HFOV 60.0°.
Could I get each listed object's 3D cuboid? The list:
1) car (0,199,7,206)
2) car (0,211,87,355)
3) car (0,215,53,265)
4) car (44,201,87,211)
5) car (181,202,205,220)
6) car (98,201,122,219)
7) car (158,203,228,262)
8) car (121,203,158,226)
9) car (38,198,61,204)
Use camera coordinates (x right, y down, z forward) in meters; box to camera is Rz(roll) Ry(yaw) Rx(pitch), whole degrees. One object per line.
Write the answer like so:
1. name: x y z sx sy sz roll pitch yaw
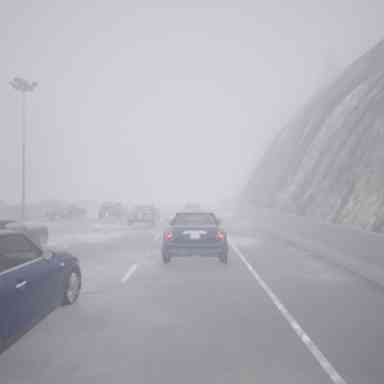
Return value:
1. car: -24.592 1.612 40.710 1.837 1.490 4.892 0 0 0
2. car: -3.403 1.367 5.232 2.097 1.767 4.553 0 0 0
3. car: -6.904 1.633 11.849 1.895 1.301 4.718 0 0 0
4. car: -10.414 1.674 27.953 1.895 1.301 4.718 0 0 0
5. car: 0.086 1.638 30.113 1.994 1.385 4.181 0 0 0
6. car: -6.914 1.580 29.586 1.837 1.490 4.892 0 0 0
7. car: 0.095 1.382 12.321 2.097 1.767 4.553 0 0 0
8. car: -3.410 1.608 24.103 2.033 1.411 5.357 0 0 0
9. car: -20.994 1.621 49.235 2.128 1.511 4.902 0 0 1
